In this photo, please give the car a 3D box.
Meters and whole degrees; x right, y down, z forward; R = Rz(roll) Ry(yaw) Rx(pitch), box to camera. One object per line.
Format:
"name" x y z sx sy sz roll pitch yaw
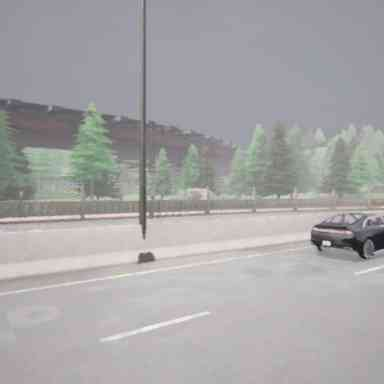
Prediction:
"car" 6.553 1.539 12.713 4.902 1.511 2.128 0 0 -35
